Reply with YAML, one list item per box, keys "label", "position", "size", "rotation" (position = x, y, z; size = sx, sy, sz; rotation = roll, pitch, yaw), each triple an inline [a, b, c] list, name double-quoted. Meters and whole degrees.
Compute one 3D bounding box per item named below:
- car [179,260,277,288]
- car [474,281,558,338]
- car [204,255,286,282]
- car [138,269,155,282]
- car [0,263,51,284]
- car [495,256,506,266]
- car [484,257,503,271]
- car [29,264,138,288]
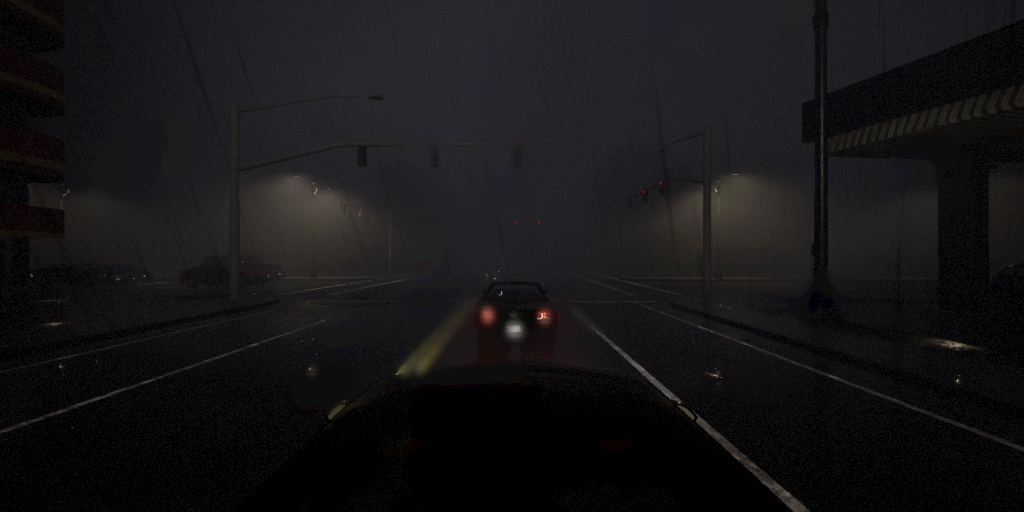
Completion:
- label: "car"
  position: [-18.330, 1.228, 22.961]
  size: [5.008, 1.535, 1.882]
  rotation: [0, 0, 1]
- label: "car"
  position: [0.097, 1.351, 10.193]
  size: [1.895, 1.301, 4.718]
  rotation: [0, 0, 0]
- label: "car"
  position: [-19.891, 0.971, 26.509]
  size: [5.566, 2.045, 2.150]
  rotation: [0, 0, 1]
- label: "car"
  position: [-29.309, 1.314, 26.659]
  size: [4.181, 1.385, 1.994]
  rotation: [0, 0, 0]
- label: "car"
  position: [-37.991, 1.276, 26.825]
  size: [4.674, 1.442, 1.812]
  rotation: [0, 0, 1]
- label: "car"
  position: [-2.646, 1.241, 60.477]
  size: [2.128, 1.511, 4.902]
  rotation: [0, 0, 1]
- label: "car"
  position: [-2.708, 1.241, 47.781]
  size: [2.128, 1.511, 4.902]
  rotation: [0, 0, -1]
- label: "car"
  position: [-27.833, 1.241, 23.135]
  size: [4.902, 1.511, 2.128]
  rotation: [0, 0, 1]
